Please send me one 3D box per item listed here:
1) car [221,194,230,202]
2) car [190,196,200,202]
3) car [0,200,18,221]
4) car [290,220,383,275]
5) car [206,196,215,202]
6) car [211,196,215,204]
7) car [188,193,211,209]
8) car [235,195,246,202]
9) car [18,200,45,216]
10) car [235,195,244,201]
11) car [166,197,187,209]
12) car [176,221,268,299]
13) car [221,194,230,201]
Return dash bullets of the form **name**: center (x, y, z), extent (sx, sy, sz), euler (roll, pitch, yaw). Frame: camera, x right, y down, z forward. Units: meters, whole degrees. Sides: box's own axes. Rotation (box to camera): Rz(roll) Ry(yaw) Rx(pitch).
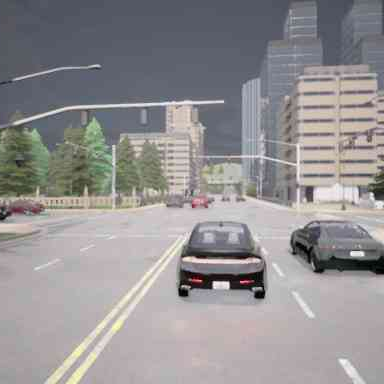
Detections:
- **car**: center (7.839, 1.557, 77.563), extent (1.994, 1.385, 4.181), euler (0, 0, 6)
- **car**: center (0.731, 1.558, 76.815), extent (1.994, 1.385, 4.181), euler (0, 0, 6)
- **car**: center (-16.542, 1.223, 24.968), extent (5.566, 2.045, 2.150), euler (0, 0, 7)
- **car**: center (4.439, 1.565, 10.569), extent (1.994, 1.385, 4.181), euler (0, 0, 5)
- **car**: center (4.227, 1.601, 76.604), extent (1.895, 1.301, 4.718), euler (0, 0, 6)
- **car**: center (2.673, 1.607, 61.497), extent (1.895, 1.301, 4.718), euler (0, 0, 6)
- **car**: center (1.109, 1.225, 45.916), extent (2.150, 2.045, 5.566), euler (0, 0, 5)
- **car**: center (11.226, 1.598, 76.245), extent (1.895, 1.301, 4.718), euler (0, 0, 6)
- **car**: center (-16.689, 1.528, 32.221), extent (4.674, 1.442, 1.812), euler (0, 0, 6)
- **car**: center (12.146, 1.546, 85.548), extent (2.033, 1.411, 5.357), euler (0, 0, 6)
- **car**: center (-2.361, 1.568, 46.469), extent (1.994, 1.385, 4.181), euler (0, 0, 6)
- **car**: center (0.740, 1.492, 8.473), extent (2.128, 1.511, 4.902), euler (0, 0, 5)
- **car**: center (8.660, 1.361, 85.863), extent (2.097, 1.767, 4.553), euler (0, 0, 6)
